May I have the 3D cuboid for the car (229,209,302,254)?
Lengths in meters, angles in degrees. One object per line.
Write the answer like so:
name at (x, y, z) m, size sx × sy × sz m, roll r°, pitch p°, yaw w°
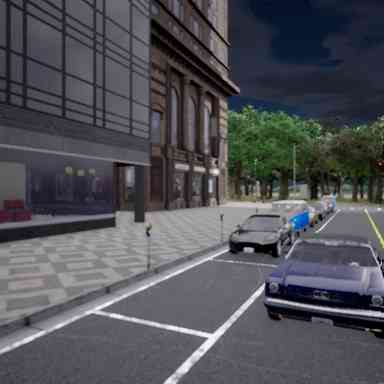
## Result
car at (2.861, 1.571, 13.045) m, size 1.947 × 1.339 × 4.313 m, roll 0°, pitch 0°, yaw 26°

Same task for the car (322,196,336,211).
car at (14.929, 1.475, 37.407) m, size 1.967 × 1.590 × 4.097 m, roll 0°, pitch 0°, yaw 26°

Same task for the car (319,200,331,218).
car at (10.102, 1.588, 27.662) m, size 1.947 × 1.339 × 4.313 m, roll 0°, pitch 0°, yaw 26°

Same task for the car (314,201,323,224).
car at (7.613, 1.541, 22.638) m, size 1.752 × 1.417 × 4.829 m, roll 0°, pitch 0°, yaw 26°

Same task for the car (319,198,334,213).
car at (12.440, 1.553, 32.383) m, size 1.752 × 1.417 × 4.829 m, roll 0°, pitch 0°, yaw 26°

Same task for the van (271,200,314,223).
van at (5.274, 1.351, 17.918) m, size 1.690 × 1.788 × 3.998 m, roll 0°, pitch 0°, yaw 26°

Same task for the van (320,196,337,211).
van at (17.343, 1.383, 42.280) m, size 1.690 × 1.788 × 3.998 m, roll 0°, pitch 0°, yaw 26°

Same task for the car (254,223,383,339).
car at (2.900, 1.606, 6.900) m, size 1.895 × 1.301 × 4.718 m, roll 0°, pitch 0°, yaw 26°
